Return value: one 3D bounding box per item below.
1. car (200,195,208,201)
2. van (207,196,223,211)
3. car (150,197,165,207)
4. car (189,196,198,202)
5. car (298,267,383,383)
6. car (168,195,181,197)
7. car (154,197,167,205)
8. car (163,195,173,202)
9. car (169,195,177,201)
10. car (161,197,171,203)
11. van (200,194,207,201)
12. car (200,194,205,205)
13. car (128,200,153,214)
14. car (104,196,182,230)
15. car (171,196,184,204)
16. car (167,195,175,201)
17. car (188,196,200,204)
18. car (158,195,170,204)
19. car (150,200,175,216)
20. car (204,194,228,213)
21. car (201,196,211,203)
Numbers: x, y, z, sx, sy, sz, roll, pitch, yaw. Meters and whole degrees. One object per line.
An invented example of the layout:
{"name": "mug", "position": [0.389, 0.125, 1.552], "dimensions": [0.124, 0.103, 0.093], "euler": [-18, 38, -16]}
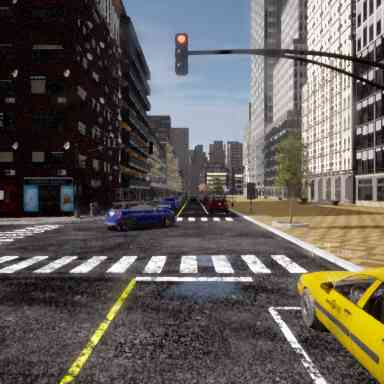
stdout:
{"name": "car", "position": [3.053, 1.613, 86.304], "dimensions": [1.752, 1.417, 4.829], "euler": [0, 0, 0]}
{"name": "van", "position": [2.863, 1.358, 41.921], "dimensions": [1.690, 1.788, 3.998], "euler": [0, 0, 0]}
{"name": "car", "position": [-5.469, 1.581, 53.010], "dimensions": [2.008, 1.369, 4.403], "euler": [0, 0, 0]}
{"name": "car", "position": [0.323, 1.621, 75.777], "dimensions": [1.994, 1.385, 4.181], "euler": [0, 0, 0]}
{"name": "car", "position": [2.703, 1.525, 4.153], "dimensions": [1.752, 1.417, 4.829], "euler": [0, 0, 0]}
{"name": "car", "position": [-2.901, 1.497, 43.941], "dimensions": [1.882, 1.535, 5.008], "euler": [0, 0, 0]}
{"name": "car", "position": [-5.446, 1.584, 58.536], "dimensions": [1.887, 1.381, 4.507], "euler": [0, 0, 0]}
{"name": "car", "position": [-5.376, 1.507, 75.117], "dimensions": [1.967, 1.590, 4.097], "euler": [0, 0, 0]}
{"name": "car", "position": [-5.305, 1.644, 91.696], "dimensions": [1.887, 1.381, 4.507], "euler": [0, 0, 0]}
{"name": "car", "position": [-5.399, 1.639, 69.591], "dimensions": [1.802, 1.307, 4.206], "euler": [0, 0, 0]}
{"name": "van", "position": [3.074, 1.441, 91.660], "dimensions": [1.690, 1.788, 3.998], "euler": [0, 0, 0]}
{"name": "car", "position": [2.933, 1.354, 58.501], "dimensions": [2.192, 1.841, 5.009], "euler": [0, 0, 0]}
{"name": "car", "position": [-5.539, 1.563, 36.431], "dimensions": [2.008, 1.369, 4.403], "euler": [0, 0, 0]}
{"name": "car", "position": [-3.280, 1.388, 21.525], "dimensions": [4.553, 1.767, 2.097], "euler": [-1, 0, -40]}
{"name": "car", "position": [-2.729, 1.540, 63.999], "dimensions": [2.128, 1.511, 4.902], "euler": [0, 0, 0]}
{"name": "car", "position": [-5.329, 1.613, 86.000], "dimensions": [1.752, 1.417, 4.829], "euler": [0, 0, 0]}
{"name": "car", "position": [0.372, 1.554, 64.047], "dimensions": [1.837, 1.490, 4.892], "euler": [0, 0, 0]}
{"name": "car", "position": [-5.423, 1.488, 64.064], "dimensions": [1.967, 1.590, 4.097], "euler": [0, 0, 0]}
{"name": "car", "position": [-2.953, 1.558, 34.122], "dimensions": [2.033, 1.411, 5.357], "euler": [0, 0, 0]}
{"name": "car", "position": [2.839, 1.327, 36.395], "dimensions": [2.192, 1.841, 5.009], "euler": [0, 0, 0]}
{"name": "car", "position": [2.981, 1.602, 69.555], "dimensions": [1.887, 1.381, 4.507], "euler": [0, 0, 0]}
